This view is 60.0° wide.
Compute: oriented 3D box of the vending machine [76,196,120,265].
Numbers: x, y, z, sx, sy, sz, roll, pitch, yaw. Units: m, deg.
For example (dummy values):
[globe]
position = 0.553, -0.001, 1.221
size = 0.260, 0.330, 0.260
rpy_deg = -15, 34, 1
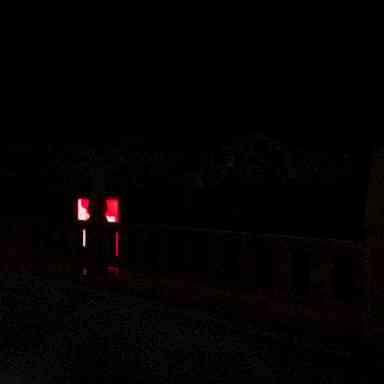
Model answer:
[vending machine]
position = -3.075, 1.193, 10.919
size = 0.880, 2.100, 1.100
rpy_deg = 0, 0, 30

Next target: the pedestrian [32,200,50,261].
[pedestrian]
position = -4.648, 1.139, 10.130
size = 0.375, 1.860, 0.375
rpy_deg = 0, 0, 30
